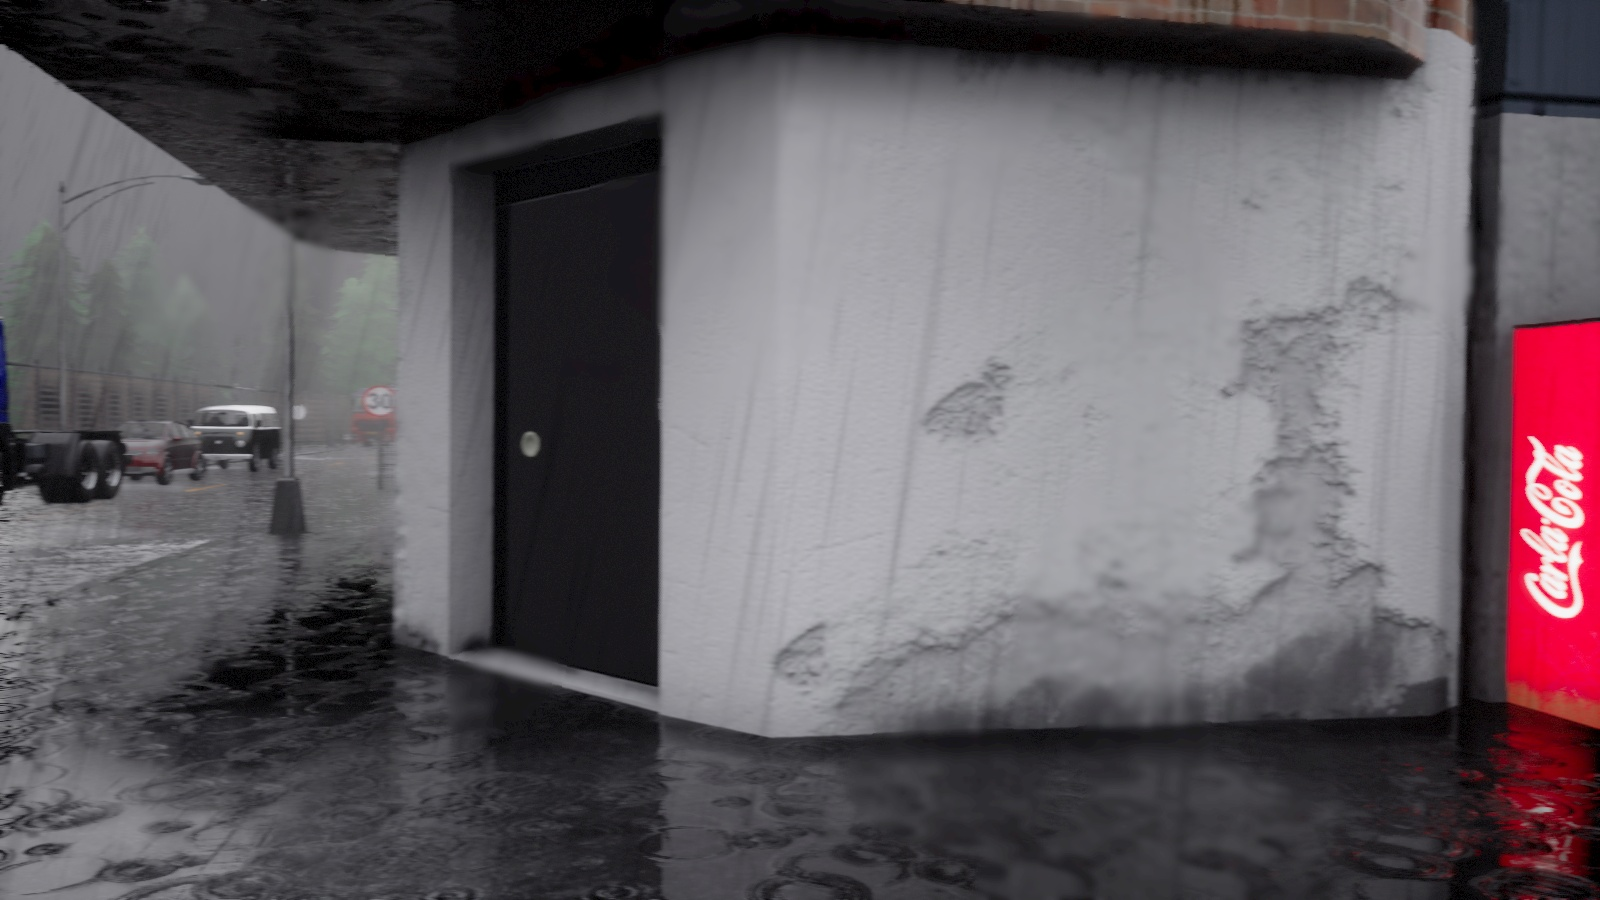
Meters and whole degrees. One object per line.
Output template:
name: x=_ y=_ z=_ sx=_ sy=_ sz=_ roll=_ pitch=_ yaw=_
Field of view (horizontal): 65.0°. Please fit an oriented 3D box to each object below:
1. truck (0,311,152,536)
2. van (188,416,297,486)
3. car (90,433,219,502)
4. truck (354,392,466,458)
truck: x=-14.134 y=-0.432 z=21.648 sx=2.891 sy=3.462 sz=7.936 roll=-1 pitch=1 yaw=-9
van: x=-17.244 y=-0.008 z=39.078 sx=2.069 sy=2.038 sz=4.480 roll=-1 pitch=1 yaw=-10
car: x=-15.792 y=0.379 z=30.925 sx=1.789 sy=1.549 sz=3.705 roll=-1 pitch=1 yaw=-10
truck: x=-23.891 y=-1.519 z=77.435 sx=2.891 sy=3.827 sz=8.468 roll=-1 pitch=1 yaw=11
